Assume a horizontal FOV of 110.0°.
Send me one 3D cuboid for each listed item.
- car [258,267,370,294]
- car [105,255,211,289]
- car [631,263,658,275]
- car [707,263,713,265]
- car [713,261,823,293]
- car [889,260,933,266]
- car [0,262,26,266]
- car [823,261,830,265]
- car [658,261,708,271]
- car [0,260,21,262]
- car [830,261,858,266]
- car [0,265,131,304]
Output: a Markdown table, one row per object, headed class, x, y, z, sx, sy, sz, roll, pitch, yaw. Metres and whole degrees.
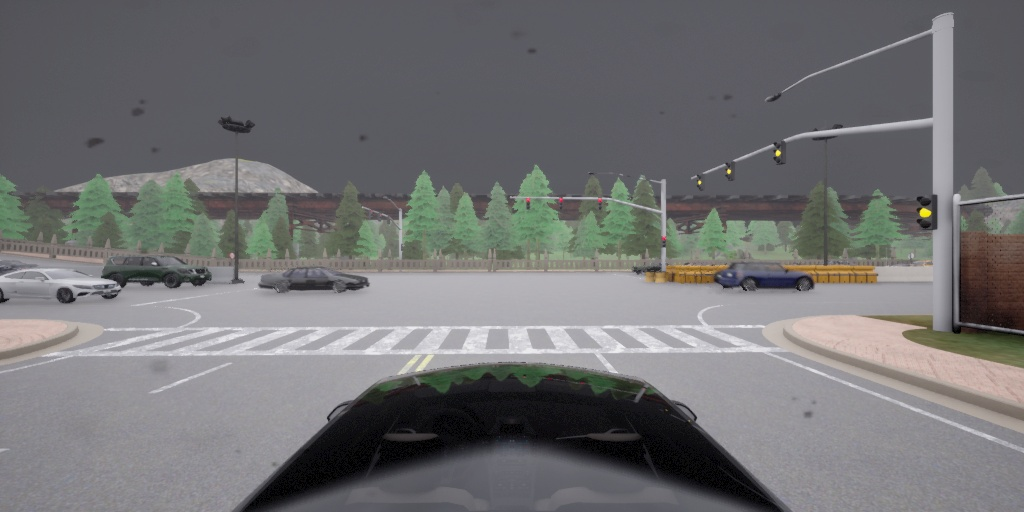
| class | x | y | z | sx | sy | sz | roll | pitch | yaw |
| --- | --- | --- | --- | --- | --- | --- | --- | --- | --- |
| car | -10.785 | 1.298 | 19.736 | 5.357 | 1.411 | 2.033 | 0 | 0 | -2 |
| car | -22.588 | 0.965 | 22.866 | 5.566 | 2.045 | 2.150 | 0 | 0 | -2 |
| car | 15.287 | 1.351 | 38.261 | 4.718 | 1.301 | 1.895 | 0 | 0 | -2 |
| car | 15.871 | 1.314 | 24.073 | 4.181 | 1.385 | 1.994 | 0 | 0 | -2 |
| car | 14.514 | 1.101 | 20.528 | 4.553 | 1.767 | 2.097 | 0 | 0 | -2 |
| car | 34.808 | 1.314 | 31.865 | 4.181 | 1.385 | 1.994 | 0 | 0 | -2 |
| car | -26.249 | 1.233 | 19.251 | 4.902 | 1.511 | 2.128 | 0 | 0 | -2 |
| car | 24.863 | 1.314 | 31.559 | 4.181 | 1.385 | 1.994 | 0 | 0 | -2 |
| car | 15.873 | 1.228 | 31.276 | 5.008 | 1.535 | 1.882 | 0 | 0 | -2 |
| car | -32.096 | 1.014 | 22.576 | 4.553 | 1.767 | 2.097 | 1 | 0 | -2 |
| car | 34.696 | 1.242 | 38.866 | 4.902 | 1.511 | 2.128 | 0 | 0 | -2 |
| car | -20.274 | 1.275 | 15.882 | 4.674 | 1.442 | 1.812 | 0 | 0 | 0 |
